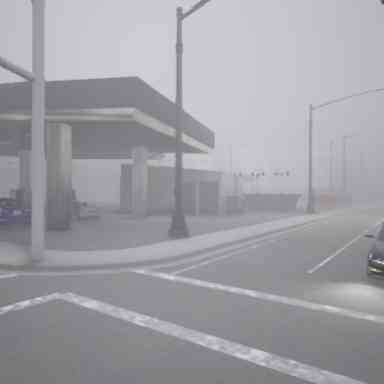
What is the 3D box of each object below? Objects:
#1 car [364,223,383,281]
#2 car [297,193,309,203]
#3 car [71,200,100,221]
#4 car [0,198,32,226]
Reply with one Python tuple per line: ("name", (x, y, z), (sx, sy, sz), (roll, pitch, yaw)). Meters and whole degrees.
("car", (6.337, 1.561, 9.692), (1.837, 1.490, 4.892), (0, 2, 35))
("car", (22.252, 1.382, 63.833), (4.902, 1.511, 2.128), (0, 0, 36))
("car", (-8.706, 1.331, 24.767), (3.806, 1.475, 1.970), (0, 0, 36))
("car", (-11.421, 1.174, 19.647), (4.611, 1.667, 2.242), (0, 0, 36))
